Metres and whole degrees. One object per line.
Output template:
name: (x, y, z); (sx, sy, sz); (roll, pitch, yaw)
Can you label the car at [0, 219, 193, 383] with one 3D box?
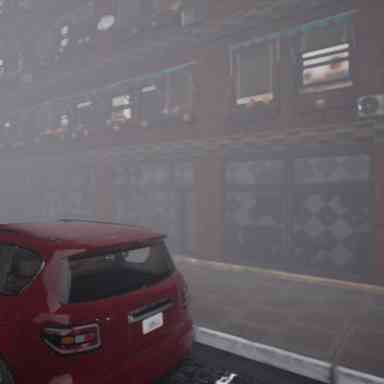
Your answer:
car: (-2.315, 1.313, 4.524); (5.009, 1.841, 2.192); (0, 0, 36)
